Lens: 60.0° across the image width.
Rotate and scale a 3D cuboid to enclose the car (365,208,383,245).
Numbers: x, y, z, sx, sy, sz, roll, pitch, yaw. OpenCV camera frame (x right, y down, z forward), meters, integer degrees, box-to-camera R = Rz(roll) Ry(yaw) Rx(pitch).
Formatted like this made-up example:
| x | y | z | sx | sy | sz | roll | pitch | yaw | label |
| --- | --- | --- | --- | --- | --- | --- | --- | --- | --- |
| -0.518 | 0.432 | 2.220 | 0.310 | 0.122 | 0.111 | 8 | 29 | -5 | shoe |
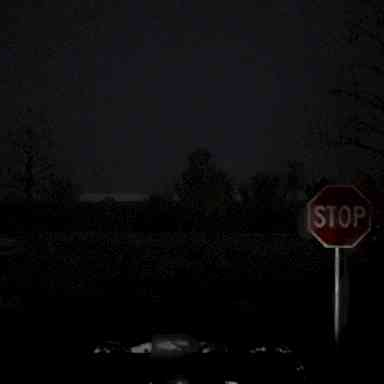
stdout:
| x | y | z | sx | sy | sz | roll | pitch | yaw | label |
| --- | --- | --- | --- | --- | --- | --- | --- | --- | --- |
| 9.738 | 1.432 | 13.616 | 4.553 | 1.767 | 2.097 | 0 | 0 | 0 | car |
